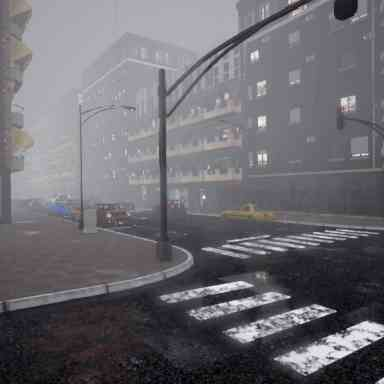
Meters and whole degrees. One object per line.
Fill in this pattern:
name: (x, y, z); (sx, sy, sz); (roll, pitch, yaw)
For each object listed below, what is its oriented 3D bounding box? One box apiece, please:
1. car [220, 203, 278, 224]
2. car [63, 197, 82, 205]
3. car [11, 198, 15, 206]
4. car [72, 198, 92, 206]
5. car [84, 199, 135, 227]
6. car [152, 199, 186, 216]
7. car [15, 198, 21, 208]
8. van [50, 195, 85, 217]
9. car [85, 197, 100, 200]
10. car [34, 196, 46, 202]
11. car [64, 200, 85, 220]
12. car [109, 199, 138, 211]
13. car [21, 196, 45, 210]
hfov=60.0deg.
car: (4.019, 1.498, 24.431); (1.752, 1.417, 4.829); (-1, 1, -36)
car: (-21.696, 1.645, 60.262); (2.008, 1.369, 4.403); (-1, 1, -36)
car: (-31.731, 1.782, 59.873); (1.887, 1.381, 4.507); (-1, 1, -36)
car: (-18.469, 1.644, 55.766); (1.947, 1.339, 4.313); (-1, 1, -36)
car: (-5.918, 1.553, 23.904); (1.967, 1.590, 4.097); (-1, 1, -36)
car: (-2.336, 1.441, 33.284); (1.967, 1.590, 4.097); (-1, 1, -36)
car: (-25.277, 1.770, 50.881); (1.947, 1.339, 4.313); (-1, 1, -36)
van: (-12.373, 1.483, 32.894); (1.690, 1.788, 3.998); (-1, 1, -36)
car: (-15.244, 1.502, 51.269); (1.967, 1.590, 4.097); (-1, 1, -36)
car: (-37.830, 1.728, 82.744); (1.887, 1.381, 4.507); (-1, 1, -36)
car: (-9.044, 1.652, 28.262); (1.752, 1.417, 4.829); (-1, 1, -36)
car: (-8.789, 1.581, 42.278); (2.008, 1.369, 4.403); (-1, 1, -36)
car: (-22.052, 1.628, 46.384); (1.967, 1.590, 4.097); (-1, 1, -36)
